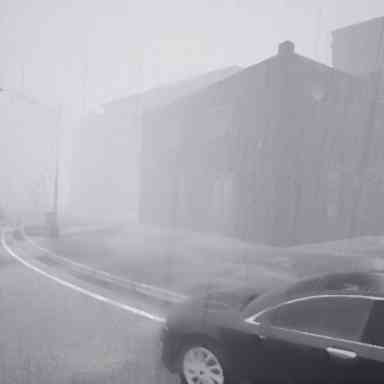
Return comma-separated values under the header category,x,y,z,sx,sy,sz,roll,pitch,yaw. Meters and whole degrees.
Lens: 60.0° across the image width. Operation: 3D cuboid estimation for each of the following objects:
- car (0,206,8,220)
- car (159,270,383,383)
category,x,y,z,sx,sy,sz,roll,pitch,yaw
car,-21.012,2.164,35.590,1.812,1.442,4.674,3,-2,-27
car,1.838,1.650,3.612,4.892,1.490,1.837,0,-2,35
